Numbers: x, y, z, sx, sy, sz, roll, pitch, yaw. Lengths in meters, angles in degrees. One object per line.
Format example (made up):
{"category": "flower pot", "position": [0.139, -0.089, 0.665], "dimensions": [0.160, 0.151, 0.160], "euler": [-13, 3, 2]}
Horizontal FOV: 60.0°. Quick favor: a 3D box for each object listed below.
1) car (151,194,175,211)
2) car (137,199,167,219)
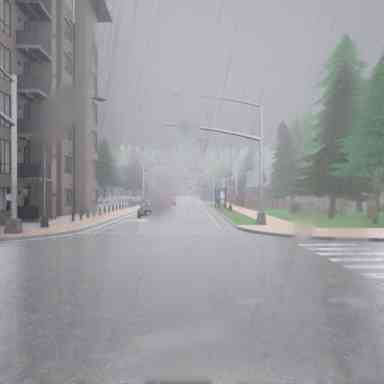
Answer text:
{"category": "car", "position": [-3.607, 1.221, 40.103], "dimensions": [2.150, 2.045, 5.566], "euler": [0, 0, 0]}
{"category": "car", "position": [-3.604, 1.564, 29.446], "dimensions": [1.994, 1.385, 4.181], "euler": [0, 0, 0]}
